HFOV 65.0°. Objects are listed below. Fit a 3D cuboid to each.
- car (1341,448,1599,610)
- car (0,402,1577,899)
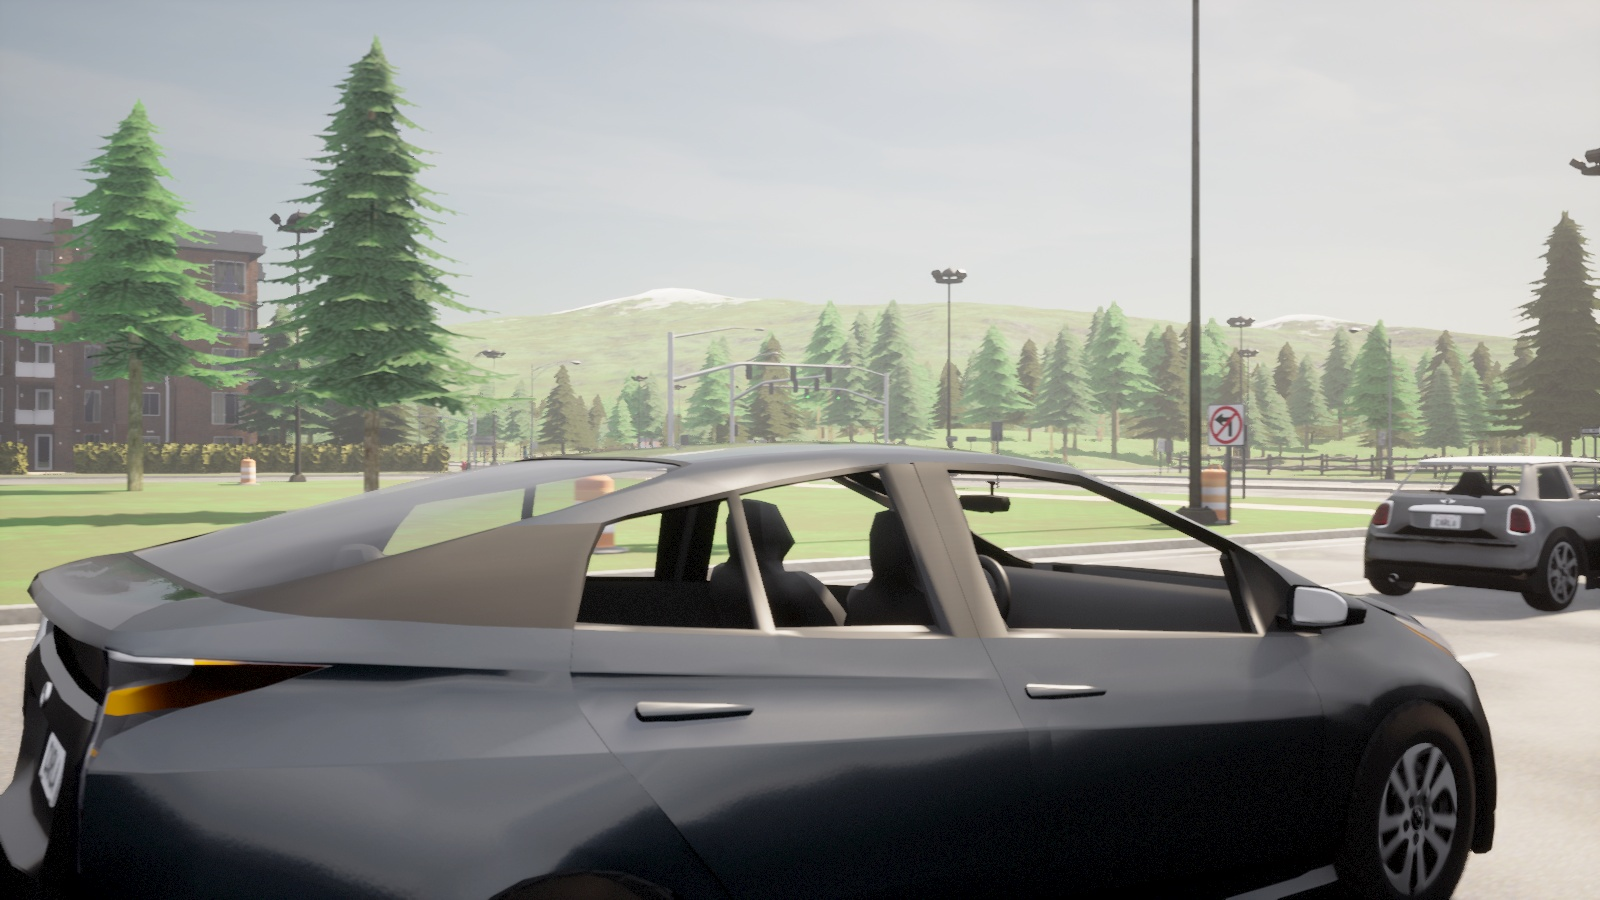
[{"bbox_3d":[7.751,0.722,13.317,3.806,1.475,1.970,0,0,-35],"label":"car"},{"bbox_3d":[0.214,0.700,3.808,4.514,1.525,2.007,0,0,-35],"label":"car"}]
